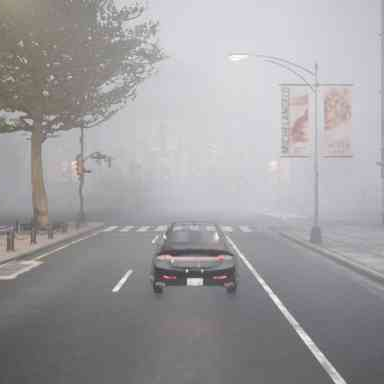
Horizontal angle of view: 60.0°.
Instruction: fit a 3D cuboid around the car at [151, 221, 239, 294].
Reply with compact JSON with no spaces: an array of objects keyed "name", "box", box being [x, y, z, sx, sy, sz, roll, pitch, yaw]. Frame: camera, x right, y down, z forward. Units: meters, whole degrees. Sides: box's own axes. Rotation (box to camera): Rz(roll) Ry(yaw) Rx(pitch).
[{"name":"car","box":[0.067,1.495,8.756,2.128,1.511,4.902,0,0,0]}]
